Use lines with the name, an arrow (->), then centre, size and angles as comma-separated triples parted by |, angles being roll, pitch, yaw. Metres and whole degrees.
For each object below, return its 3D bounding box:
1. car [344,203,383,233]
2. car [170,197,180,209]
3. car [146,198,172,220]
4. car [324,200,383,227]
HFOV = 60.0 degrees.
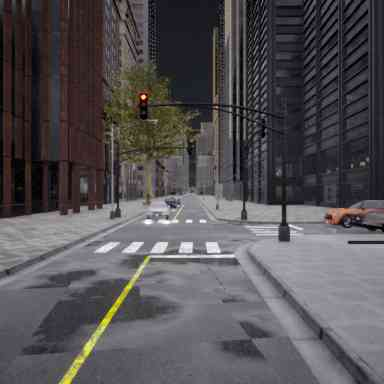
car -> 11.538, 1.491, 18.082 | 5.357, 1.411, 2.033 | 0, 0, 0
car -> -3.063, 1.565, 45.705 | 2.033, 1.411, 5.357 | 0, 0, 0
car -> -2.841, 1.530, 28.131 | 1.812, 1.442, 4.674 | 0, 0, -3
car -> 10.860, 1.311, 21.182 | 4.553, 1.767, 2.097 | 0, 0, 0
